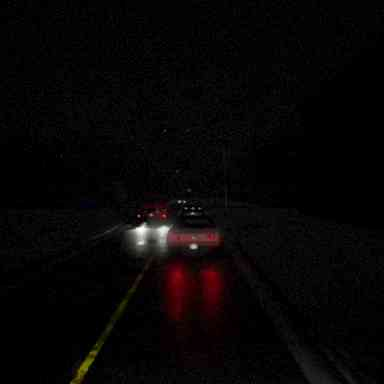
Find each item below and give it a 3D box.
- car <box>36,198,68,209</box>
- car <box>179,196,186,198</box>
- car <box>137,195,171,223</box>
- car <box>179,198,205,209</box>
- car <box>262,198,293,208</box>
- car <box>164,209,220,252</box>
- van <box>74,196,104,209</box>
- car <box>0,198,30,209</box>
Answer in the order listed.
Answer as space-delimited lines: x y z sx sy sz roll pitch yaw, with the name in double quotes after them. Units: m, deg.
-20.213 1.571 47.833 4.097 1.590 1.967 0 0 0 "car"
-2.735 1.695 93.117 1.895 1.301 4.718 0 0 0 "car"
-2.832 1.244 25.903 2.150 2.045 5.566 0 0 0 "car"
0.083 1.521 28.654 2.128 1.511 4.902 0 0 0 "car"
12.265 1.597 47.985 4.403 1.369 2.008 0 0 0 "car"
0.079 1.608 13.798 1.895 1.301 4.718 0 0 0 "car"
-14.738 1.456 47.858 3.998 1.788 1.690 0 0 0 "van"
-25.688 1.587 47.807 4.097 1.590 1.967 0 0 0 "car"
